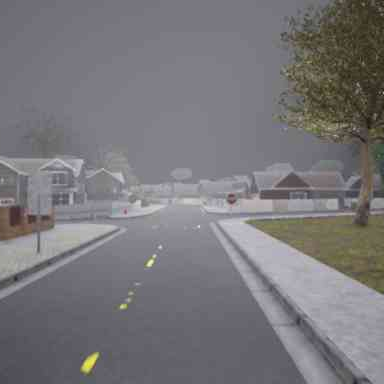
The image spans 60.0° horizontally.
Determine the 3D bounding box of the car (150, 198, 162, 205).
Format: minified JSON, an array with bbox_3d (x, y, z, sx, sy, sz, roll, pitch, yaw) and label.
[{"bbox_3d":[-9.366,2.359,86.595,2.097,1.767,4.553,1,-1,-23],"label":"car"}]
